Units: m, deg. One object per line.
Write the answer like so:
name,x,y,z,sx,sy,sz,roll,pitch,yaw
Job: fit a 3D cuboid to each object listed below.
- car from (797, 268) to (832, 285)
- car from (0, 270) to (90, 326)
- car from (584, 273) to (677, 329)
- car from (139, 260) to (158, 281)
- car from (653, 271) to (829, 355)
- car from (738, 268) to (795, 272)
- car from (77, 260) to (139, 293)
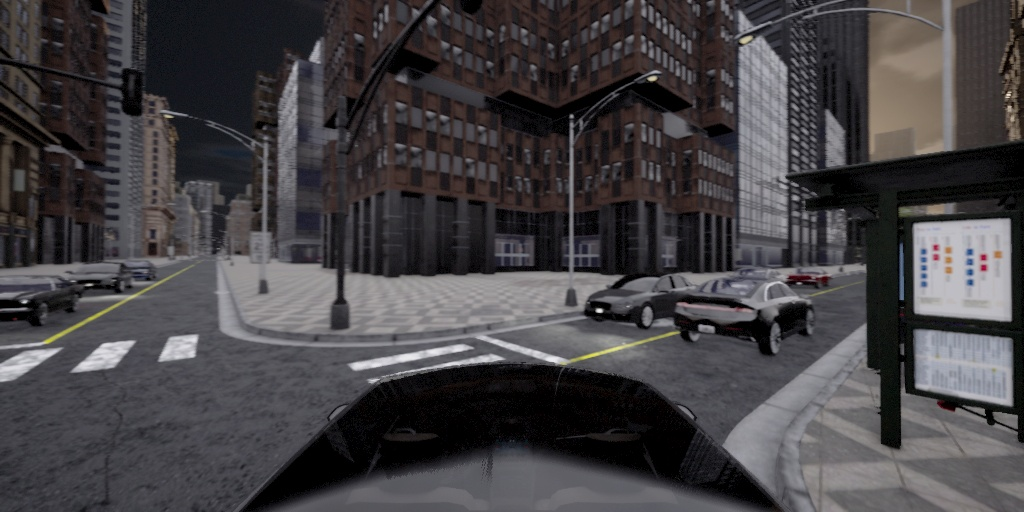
car,20.676,1.503,25.076,4.718,1.301,1.895,0,-1,-39
car,-14.404,1.230,10.377,1.895,1.301,4.718,1,0,-39
car,4.382,1.310,11.612,4.892,1.490,1.837,0,-1,-38
car,-27.636,1.034,26.464,2.033,1.411,5.357,1,0,-39
car,5.808,1.274,8.807,4.902,1.511,2.128,0,-1,-40
car,12.342,1.344,18.213,4.902,1.511,2.128,0,-1,-39
car,-20.997,1.063,18.390,1.837,1.490,4.892,1,0,-39
